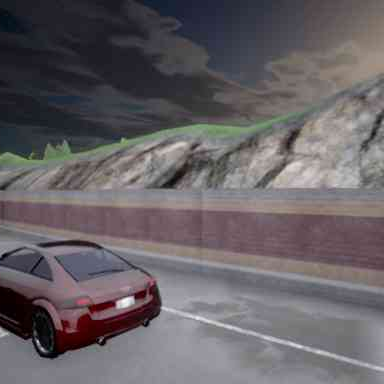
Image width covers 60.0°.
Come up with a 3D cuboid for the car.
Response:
[{"bbox_3d":[-2.547,1.583,6.099,4.181,1.385,1.994,0,0,38],"label":"car"}]
